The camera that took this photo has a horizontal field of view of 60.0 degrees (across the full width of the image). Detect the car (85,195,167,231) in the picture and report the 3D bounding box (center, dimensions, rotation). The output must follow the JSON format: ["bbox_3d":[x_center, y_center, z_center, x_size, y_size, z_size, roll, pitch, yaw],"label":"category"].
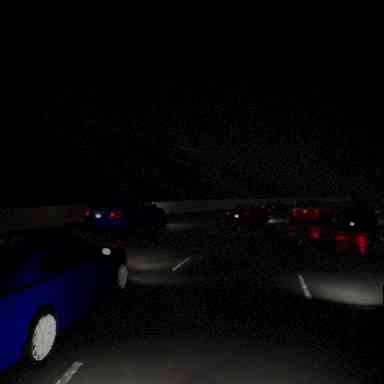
[{"bbox_3d":[-3.328,1.196,17.736,2.150,2.045,5.566,0,0,21],"label":"car"}]

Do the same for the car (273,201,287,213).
[{"bbox_3d":[9.569,1.654,37.278,1.895,1.301,4.718,0,0,40],"label":"car"}]

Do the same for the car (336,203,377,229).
[{"bbox_3d":[11.134,1.668,22.272,1.895,1.301,4.718,0,0,35],"label":"car"}]

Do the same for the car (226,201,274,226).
[{"bbox_3d":[4.061,1.585,23.894,1.994,1.385,4.181,0,0,32],"label":"car"}]

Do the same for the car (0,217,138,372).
[{"bbox_3d":[-2.653,1.459,5.835,1.882,1.535,5.008,0,0,7],"label":"car"}]

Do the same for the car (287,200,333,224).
[{"bbox_3d":[9.228,1.407,25.304,2.097,1.767,4.553,0,0,35],"label":"car"}]

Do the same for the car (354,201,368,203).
[{"bbox_3d":[19.404,1.681,38.132,1.994,1.385,4.181,0,0,39],"label":"car"}]
